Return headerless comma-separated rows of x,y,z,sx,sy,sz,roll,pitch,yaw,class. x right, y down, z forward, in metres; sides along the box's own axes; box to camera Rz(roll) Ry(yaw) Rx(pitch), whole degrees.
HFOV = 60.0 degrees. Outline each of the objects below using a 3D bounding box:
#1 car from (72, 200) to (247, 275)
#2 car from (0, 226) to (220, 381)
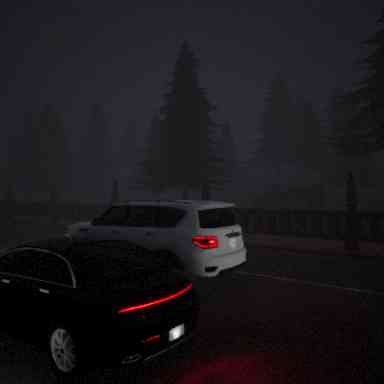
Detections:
-1.241,1.231,9.163,5.566,2.045,2.150,0,0,35,car
-2.162,1.511,5.524,4.892,1.490,1.837,-1,0,35,car
